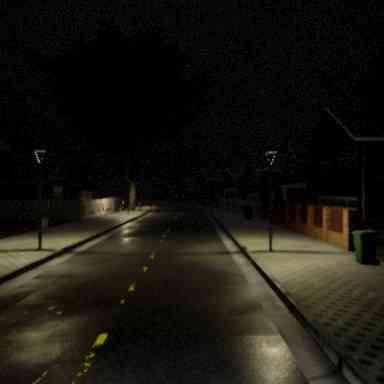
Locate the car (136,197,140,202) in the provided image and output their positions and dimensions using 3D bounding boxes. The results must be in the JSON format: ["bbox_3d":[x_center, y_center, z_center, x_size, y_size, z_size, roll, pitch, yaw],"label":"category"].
[{"bbox_3d":[-14.404,1.843,82.159,1.812,1.442,4.674,0,0,-28],"label":"car"}]
